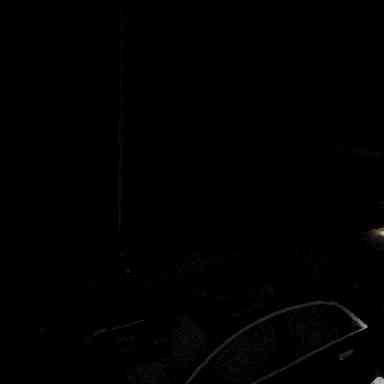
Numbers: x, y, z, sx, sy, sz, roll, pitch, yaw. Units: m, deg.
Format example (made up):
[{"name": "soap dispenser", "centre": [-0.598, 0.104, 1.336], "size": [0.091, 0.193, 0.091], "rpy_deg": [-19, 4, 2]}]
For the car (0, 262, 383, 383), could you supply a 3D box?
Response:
[{"name": "car", "centre": [0.152, 1.526, 2.923], "size": [4.403, 1.369, 2.008], "rpy_deg": [0, 1, -34]}]

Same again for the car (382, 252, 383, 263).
[{"name": "car", "centre": [4.703, 1.527, 6.044], "size": [4.507, 1.381, 1.887], "rpy_deg": [0, 1, -34]}]
